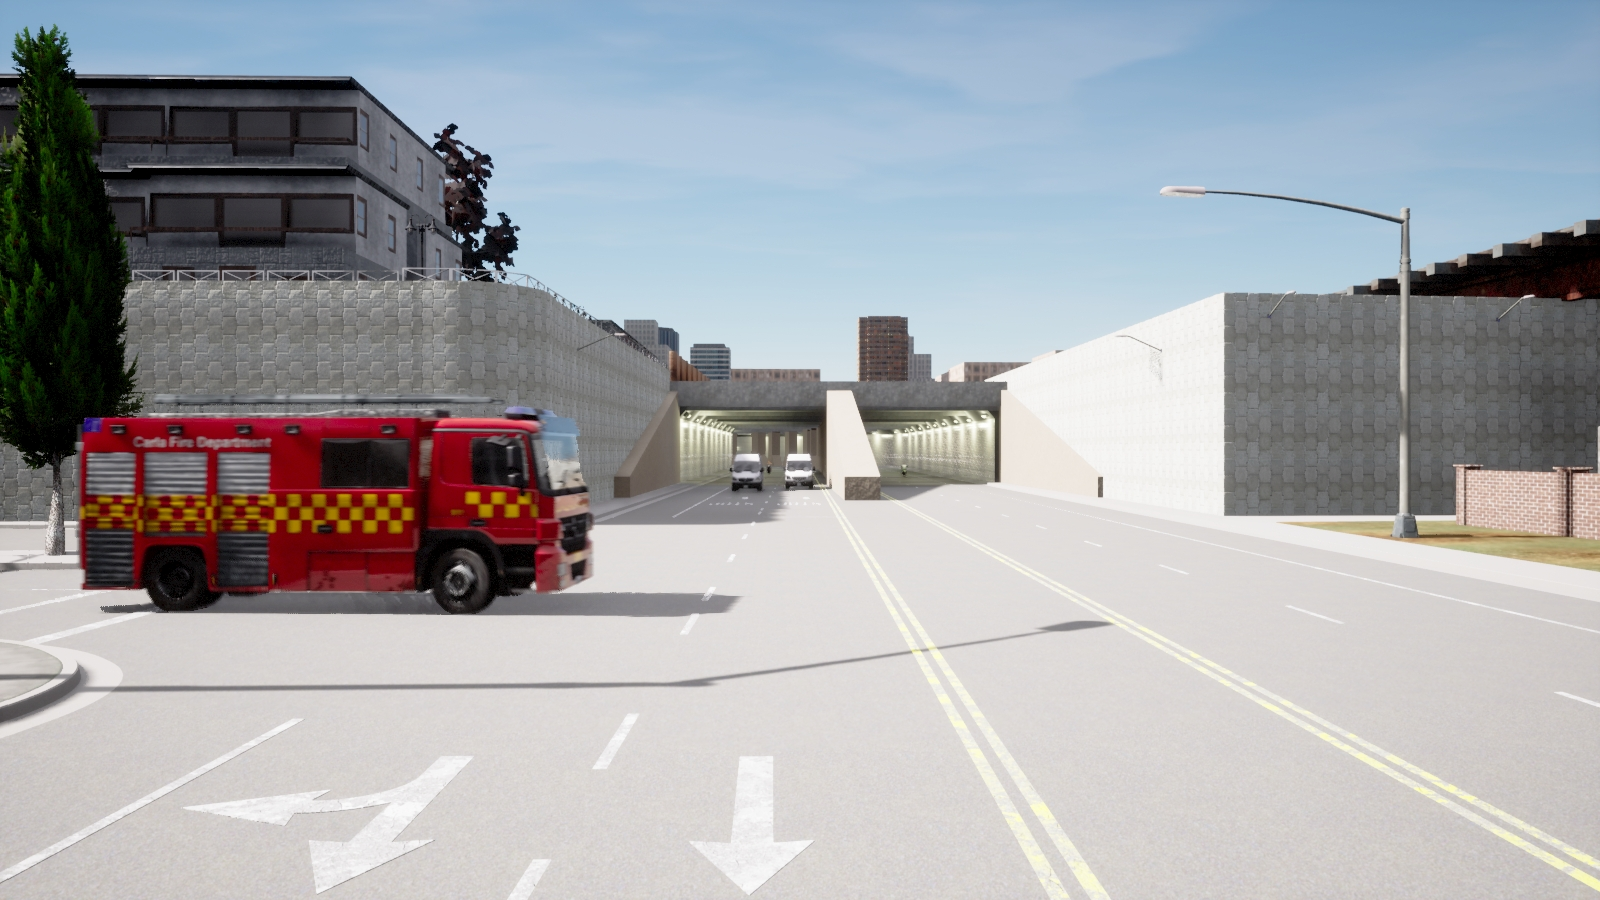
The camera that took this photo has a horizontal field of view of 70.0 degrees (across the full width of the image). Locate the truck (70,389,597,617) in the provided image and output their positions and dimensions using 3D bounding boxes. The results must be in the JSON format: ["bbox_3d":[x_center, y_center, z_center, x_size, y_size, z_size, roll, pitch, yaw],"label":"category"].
[{"bbox_3d":[-8.212,0.890,20.799,8.468,3.827,2.891,0,0,3],"label":"truck"}]

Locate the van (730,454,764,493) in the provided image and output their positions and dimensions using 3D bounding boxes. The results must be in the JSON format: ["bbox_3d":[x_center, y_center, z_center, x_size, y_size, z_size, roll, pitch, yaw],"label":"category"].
[{"bbox_3d":[-3.559,1.534,77.627,1.988,2.561,5.915,0,0,0],"label":"van"}]
